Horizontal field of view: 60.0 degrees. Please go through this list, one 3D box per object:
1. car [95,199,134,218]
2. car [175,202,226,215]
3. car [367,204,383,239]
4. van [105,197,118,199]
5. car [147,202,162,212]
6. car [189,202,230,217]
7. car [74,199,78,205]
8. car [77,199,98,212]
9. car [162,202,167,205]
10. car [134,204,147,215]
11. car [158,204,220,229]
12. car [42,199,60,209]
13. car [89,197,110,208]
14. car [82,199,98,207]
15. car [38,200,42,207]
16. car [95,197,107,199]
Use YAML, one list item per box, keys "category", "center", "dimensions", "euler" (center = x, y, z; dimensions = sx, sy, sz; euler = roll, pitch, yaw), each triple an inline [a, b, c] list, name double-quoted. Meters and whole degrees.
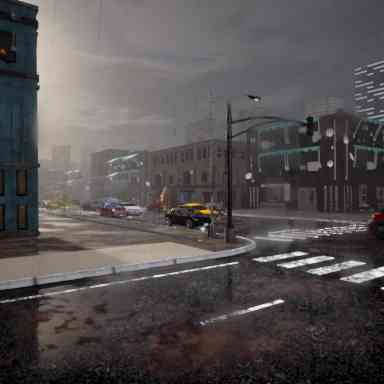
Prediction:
- category: "car"
  center: [-8.258, 1.846, 35.203]
  dimensions: [1.967, 1.590, 4.097]
  euler: [-1, 0, -35]
- category: "car"
  center: [0.268, 1.731, 27.667]
  dimensions: [1.882, 1.535, 5.008]
  euler: [-1, -1, -35]
- category: "car"
  center: [10.919, 1.343, 15.736]
  dimensions: [4.553, 1.767, 2.097]
  euler: [0, 0, 34]
- category: "van"
  center: [-14.219, 1.907, 58.116]
  dimensions: [1.690, 1.788, 3.998]
  euler: [-1, 0, -35]
- category: "car"
  center: [-4.615, 1.966, 44.565]
  dimensions: [1.802, 1.307, 4.206]
  euler: [-1, 0, -35]
- category: "car"
  center: [1.782, 1.810, 35.532]
  dimensions: [2.008, 1.369, 4.403]
  euler: [-2, 0, -35]
- category: "car"
  center: [-27.011, 2.364, 76.184]
  dimensions: [1.947, 1.339, 4.313]
  euler: [-1, 0, -35]
- category: "car"
  center: [-14.636, 2.091, 48.795]
  dimensions: [2.033, 1.411, 5.357]
  euler: [-1, 0, -35]
- category: "car"
  center: [-1.417, 1.904, 40.049]
  dimensions: [1.802, 1.307, 4.206]
  euler: [-2, 0, -35]
- category: "car"
  center: [-7.332, 1.929, 38.403]
  dimensions: [1.812, 1.442, 4.674]
  euler: [-1, 0, -35]
- category: "car"
  center: [-0.333, 1.815, 23.809]
  dimensions: [1.947, 1.339, 4.313]
  euler: [-1, 0, -35]
- category: "car"
  center: [-24.153, 2.233, 57.649]
  dimensions: [1.752, 1.417, 4.829]
  euler: [-1, 0, -35]
- category: "car"
  center: [-17.419, 1.940, 62.633]
  dimensions: [2.192, 1.841, 5.009]
  euler: [-1, 0, -35]
- category: "car"
  center: [-20.613, 2.228, 67.150]
  dimensions: [1.887, 1.381, 4.507]
  euler: [-1, 0, -35]
- category: "car"
  center: [-30.650, 2.376, 66.822]
  dimensions: [2.008, 1.369, 4.403]
  euler: [-1, 0, -35]
- category: "car"
  center: [-16.791, 2.126, 57.287]
  dimensions: [1.812, 1.442, 4.674]
  euler: [-1, 0, -35]
